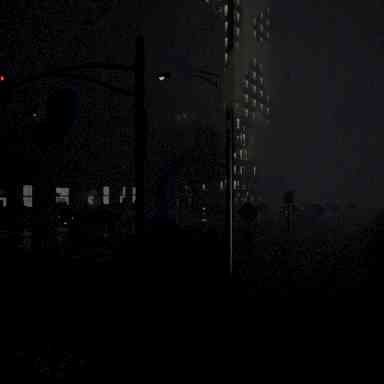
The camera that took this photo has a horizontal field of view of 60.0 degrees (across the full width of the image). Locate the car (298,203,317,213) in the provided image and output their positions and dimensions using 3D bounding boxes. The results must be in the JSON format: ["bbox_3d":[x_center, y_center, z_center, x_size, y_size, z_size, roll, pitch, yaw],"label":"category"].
[{"bbox_3d":[19.106,2.534,54.750,1.837,1.490,4.892,0,-1,33],"label":"car"}]

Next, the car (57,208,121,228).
[{"bbox_3d":[-7.712,1.921,25.252,1.895,1.301,4.718,0,-1,33],"label":"car"}]

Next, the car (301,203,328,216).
[{"bbox_3d":[16.364,2.354,44.292,1.837,1.490,4.892,0,-1,33],"label":"car"}]

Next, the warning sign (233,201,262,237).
[{"bbox_3d":[3.104,1.454,18.559,1.300,1.860,1.060,1,1,33],"label":"warning sign"}]

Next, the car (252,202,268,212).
[{"bbox_3d":[10.935,2.376,54.062,1.812,1.442,4.674,0,-1,33],"label":"car"}]

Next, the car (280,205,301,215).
[{"bbox_3d":[13.919,2.459,46.590,1.895,1.301,4.718,0,-1,33],"label":"car"}]

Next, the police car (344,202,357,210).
[{"bbox_3d":[31.466,2.739,65.857,1.930,1.638,5.238,0,-1,33],"label":"police car"}]

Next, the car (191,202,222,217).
[{"bbox_3d":[1.767,1.987,39.978,2.097,1.767,4.553,0,-1,33],"label":"car"}]

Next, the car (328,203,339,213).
[{"bbox_3d":[22.503,2.529,53.853,1.882,1.535,5.008,0,-1,33],"label":"car"}]
